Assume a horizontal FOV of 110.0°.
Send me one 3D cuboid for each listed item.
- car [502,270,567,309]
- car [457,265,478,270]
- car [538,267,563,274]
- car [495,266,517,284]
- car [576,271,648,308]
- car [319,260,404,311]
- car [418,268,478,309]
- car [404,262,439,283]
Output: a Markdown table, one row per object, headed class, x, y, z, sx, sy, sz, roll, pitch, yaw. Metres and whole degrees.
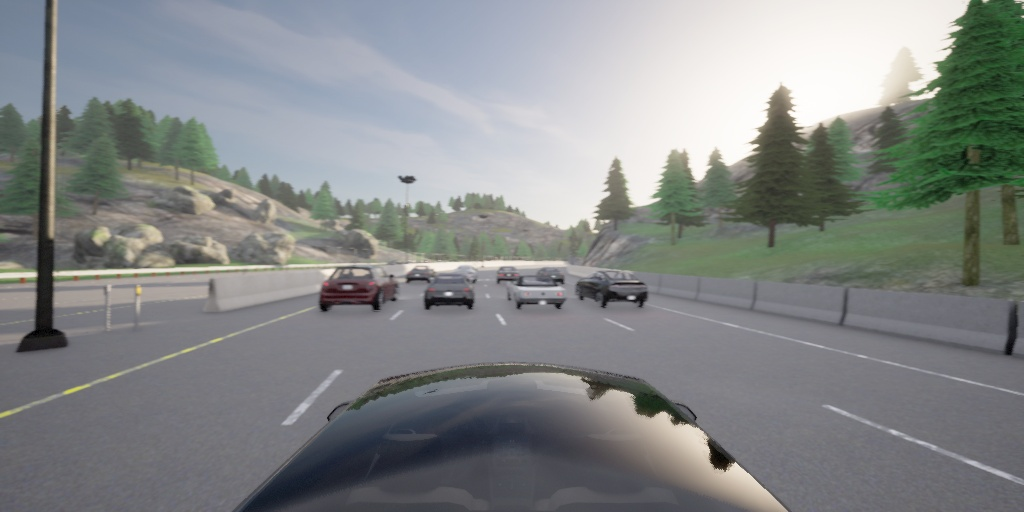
| class | x | y | z | sx | sy | sz | roll | pitch | yaw |
| --- | --- | --- | --- | --- | --- | --- | --- | --- | --- |
| car | 0.881 | 1.475 | 15.658 | 1.895 | 1.301 | 4.718 | 1 | 0 | -7 |
| car | -3.862 | 1.466 | 29.786 | 1.812 | 1.442 | 4.674 | 1 | 0 | -2 |
| car | 3.132 | 1.581 | 30.025 | 1.994 | 1.385 | 4.181 | 1 | 0 | -3 |
| car | -0.357 | 1.523 | 29.559 | 2.033 | 1.411 | 5.357 | 1 | 0 | -3 |
| car | 4.337 | 1.409 | 16.284 | 2.128 | 1.511 | 4.902 | 1 | 0 | -7 |
| car | -6.055 | 1.143 | 14.748 | 2.097 | 1.767 | 4.553 | 1 | -1 | -7 |
| car | -2.608 | 1.399 | 15.406 | 1.994 | 1.385 | 4.181 | 1 | 0 | -7 |
| car | -7.354 | 1.465 | 29.516 | 1.994 | 1.385 | 4.181 | 1 | 0 | -3 |
